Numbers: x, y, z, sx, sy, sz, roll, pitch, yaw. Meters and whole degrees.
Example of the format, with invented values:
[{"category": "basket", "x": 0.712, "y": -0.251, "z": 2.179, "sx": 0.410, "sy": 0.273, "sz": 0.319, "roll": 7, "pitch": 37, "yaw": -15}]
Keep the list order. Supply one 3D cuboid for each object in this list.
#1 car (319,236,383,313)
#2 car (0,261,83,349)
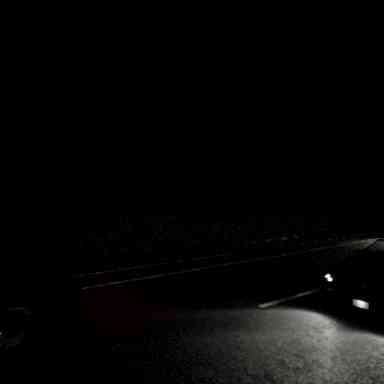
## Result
[{"category": "car", "x": 5.099, "y": 1.546, "z": 7.267, "sx": 5.357, "sy": 1.411, "sz": 2.033, "roll": 0, "pitch": 0, "yaw": -35}, {"category": "car", "x": -4.174, "y": 1.600, "z": 4.691, "sx": 4.718, "sy": 1.301, "sz": 1.895, "roll": 0, "pitch": 0, "yaw": -35}]
